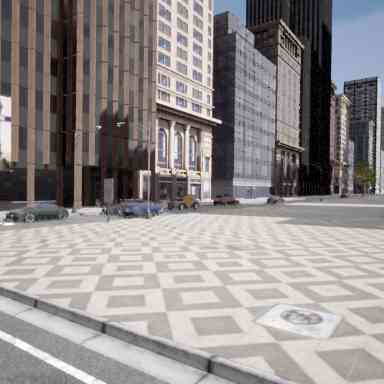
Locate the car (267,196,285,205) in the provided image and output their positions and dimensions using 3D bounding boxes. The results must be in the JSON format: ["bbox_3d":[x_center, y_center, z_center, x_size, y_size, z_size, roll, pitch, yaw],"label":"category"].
[{"bbox_3d":[13.929,1.325,55.251,1.812,1.442,4.674,1,1,35],"label":"car"}]

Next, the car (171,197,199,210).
[{"bbox_3d":[-1.001,1.340,39.689,1.837,1.490,4.892,1,1,35],"label":"car"}]

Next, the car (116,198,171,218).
[{"bbox_3d":[-4.239,1.493,29.597,1.994,1.385,4.181,1,1,35],"label":"car"}]

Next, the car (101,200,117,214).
[{"bbox_3d":[-6.448,1.377,31.996,1.837,1.490,4.892,1,1,35],"label":"car"}]

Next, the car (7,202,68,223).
[{"bbox_3d":[-11.459,1.470,24.919,1.994,1.385,4.181,1,1,35],"label":"car"}]

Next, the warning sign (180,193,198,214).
[{"bbox_3d":[-0.255,1.077,30.676,1.300,1.860,1.060,1,1,35],"label":"warning sign"}]

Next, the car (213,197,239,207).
[{"bbox_3d":[4.956,1.394,48.044,1.895,1.301,4.718,1,1,36],"label":"car"}]
